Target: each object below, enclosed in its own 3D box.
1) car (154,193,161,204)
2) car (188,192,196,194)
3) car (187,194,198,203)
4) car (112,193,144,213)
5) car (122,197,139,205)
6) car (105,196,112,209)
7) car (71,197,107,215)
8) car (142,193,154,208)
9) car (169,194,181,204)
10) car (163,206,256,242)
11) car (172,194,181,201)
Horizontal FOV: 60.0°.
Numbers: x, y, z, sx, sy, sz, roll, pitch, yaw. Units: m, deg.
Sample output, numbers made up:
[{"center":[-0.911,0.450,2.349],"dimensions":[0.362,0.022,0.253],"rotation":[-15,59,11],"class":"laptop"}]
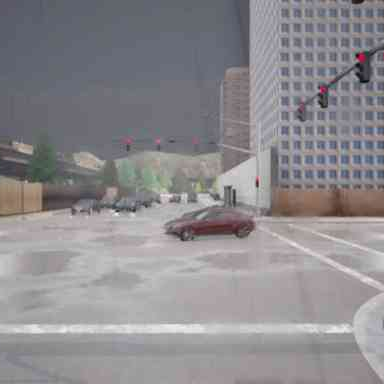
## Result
[{"center":[-6.966,1.163,61.353],"dimensions":[2.150,2.045,5.566],"rotation":[0,0,1],"class":"car"},{"center":[0.085,0.985,74.742],"dimensions":[2.150,2.045,5.566],"rotation":[0,0,0],"class":"car"},{"center":[0.073,1.542,64.519],"dimensions":[1.895,1.301,4.718],"rotation":[0,0,0],"class":"car"},{"center":[-7.046,1.318,37.035],"dimensions":[2.097,1.767,4.553],"rotation":[0,0,0],"class":"car"},{"center":[-10.502,1.549,57.232],"dimensions":[1.895,1.301,4.718],"rotation":[0,0,1],"class":"car"},{"center":[-10.543,1.314,42.388],"dimensions":[2.097,1.767,4.553],"rotation":[0,0,0],"class":"car"},{"center":[-10.565,1.461,33.492],"dimensions":[2.128,1.511,4.902],"rotation":[0,0,1],"class":"car"},{"center":[-7.031,1.175,46.465],"dimensions":[2.150,2.045,5.566],"rotation":[0,1,0],"class":"car"},{"center":[-3.427,1.542,64.525],"dimensions":[1.895,1.301,4.718],"rotation":[0,0,0],"class":"car"},{"center":[0.909,1.540,16.332],"dimensions":[4.674,1.442,1.812],"rotation":[0,-1,-22],"class":"car"},{"center":[-3.415,1.238,74.717],"dimensions":[1.882,1.535,5.008],"rotation":[0,0,0],"class":"car"}]
